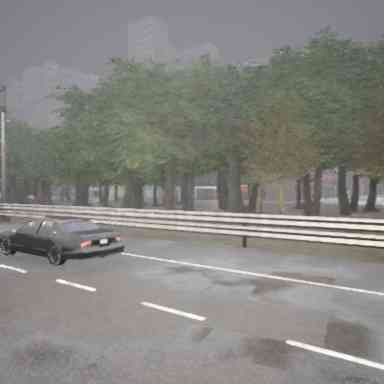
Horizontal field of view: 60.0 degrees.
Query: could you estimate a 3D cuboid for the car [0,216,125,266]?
[{"bbox_3d":[-4.711,1.548,11.538,5.357,1.411,2.033,0,0,36],"label":"car"}]
